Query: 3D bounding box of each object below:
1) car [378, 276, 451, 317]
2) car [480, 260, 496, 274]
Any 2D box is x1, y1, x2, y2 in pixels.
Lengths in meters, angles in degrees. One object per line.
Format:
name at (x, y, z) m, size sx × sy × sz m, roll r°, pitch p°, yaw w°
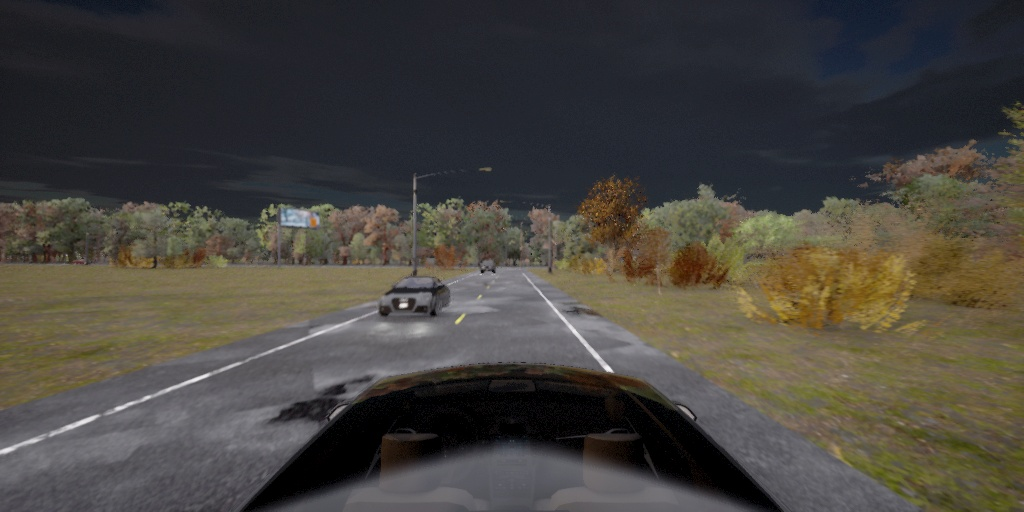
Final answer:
car at (-3.609, 1.476, 13.942) m, size 1.994 × 1.385 × 4.181 m, roll 0°, pitch -1°, yaw 0°
car at (-3.609, 1.638, 54.364) m, size 2.150 × 2.045 × 5.566 m, roll 0°, pitch -1°, yaw 0°
